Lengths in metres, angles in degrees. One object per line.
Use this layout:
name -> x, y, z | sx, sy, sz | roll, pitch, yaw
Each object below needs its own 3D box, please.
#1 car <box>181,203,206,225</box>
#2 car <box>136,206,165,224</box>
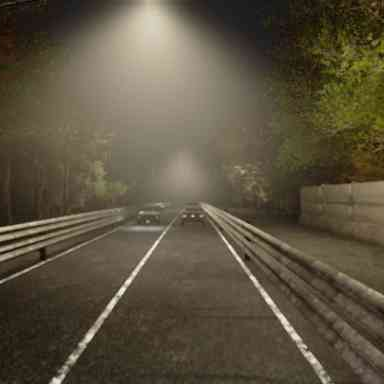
car -> 0.092, 1.796, 26.135 | 2.033, 1.411, 5.357 | 0, -1, 1
car -> -3.254, 1.815, 27.173 | 2.033, 1.411, 5.357 | 0, -1, 0
